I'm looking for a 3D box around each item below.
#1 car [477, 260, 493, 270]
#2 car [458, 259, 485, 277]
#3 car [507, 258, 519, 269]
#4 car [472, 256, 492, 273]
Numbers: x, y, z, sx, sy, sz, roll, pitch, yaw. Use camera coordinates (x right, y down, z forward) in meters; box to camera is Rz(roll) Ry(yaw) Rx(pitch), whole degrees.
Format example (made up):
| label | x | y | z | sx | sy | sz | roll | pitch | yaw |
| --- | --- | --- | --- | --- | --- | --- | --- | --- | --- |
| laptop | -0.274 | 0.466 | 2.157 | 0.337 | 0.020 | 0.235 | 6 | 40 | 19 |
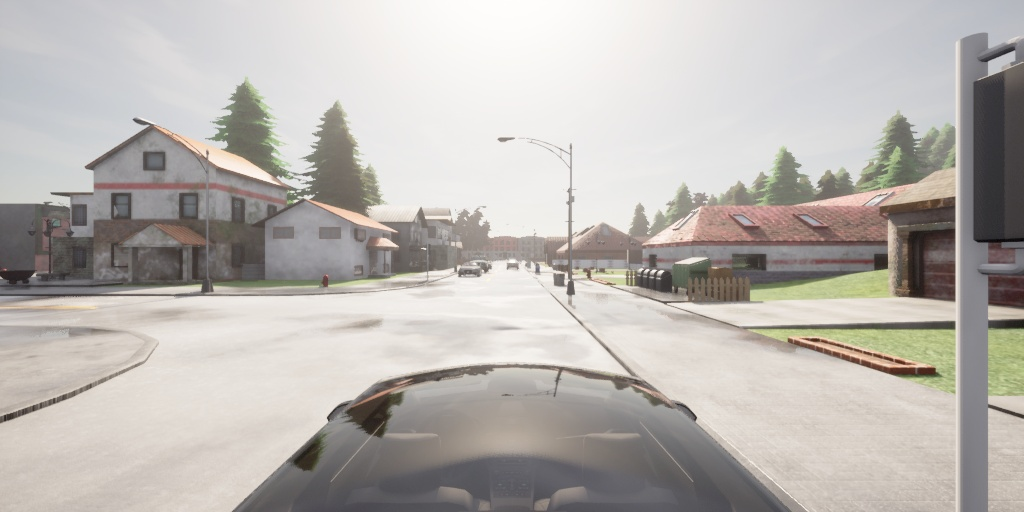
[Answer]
| label | x | y | z | sx | sy | sz | roll | pitch | yaw |
| --- | --- | --- | --- | --- | --- | --- | --- | --- | --- |
| car | -4.063 | 1.314 | 54.518 | 1.994 | 1.385 | 4.181 | 0 | 0 | 0 |
| car | -4.090 | 1.314 | 35.432 | 1.994 | 1.385 | 4.181 | 0 | 0 | 0 |
| car | 0.120 | 1.297 | 56.083 | 2.033 | 1.411 | 5.357 | 0 | 0 | 0 |
| car | -4.088 | 0.971 | 44.579 | 2.150 | 2.045 | 5.566 | 0 | 0 | 0 |
